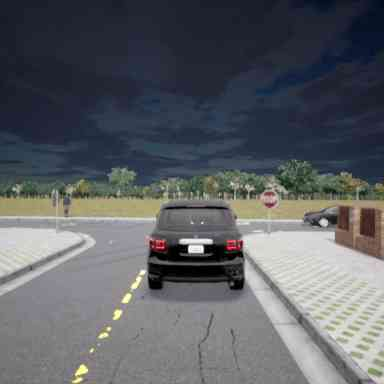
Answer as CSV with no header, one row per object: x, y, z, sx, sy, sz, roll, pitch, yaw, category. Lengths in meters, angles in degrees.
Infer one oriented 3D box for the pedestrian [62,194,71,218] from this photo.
-9.696,1.059,25.675,0.375,1.860,0.375,0,-1,0,pedestrian

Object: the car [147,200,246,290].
0.123,1.220,9.230,2.150,2.045,5.566,0,0,1,car

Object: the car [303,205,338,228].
10.169,1.652,22.886,4.892,1.490,1.837,1,0,0,car
